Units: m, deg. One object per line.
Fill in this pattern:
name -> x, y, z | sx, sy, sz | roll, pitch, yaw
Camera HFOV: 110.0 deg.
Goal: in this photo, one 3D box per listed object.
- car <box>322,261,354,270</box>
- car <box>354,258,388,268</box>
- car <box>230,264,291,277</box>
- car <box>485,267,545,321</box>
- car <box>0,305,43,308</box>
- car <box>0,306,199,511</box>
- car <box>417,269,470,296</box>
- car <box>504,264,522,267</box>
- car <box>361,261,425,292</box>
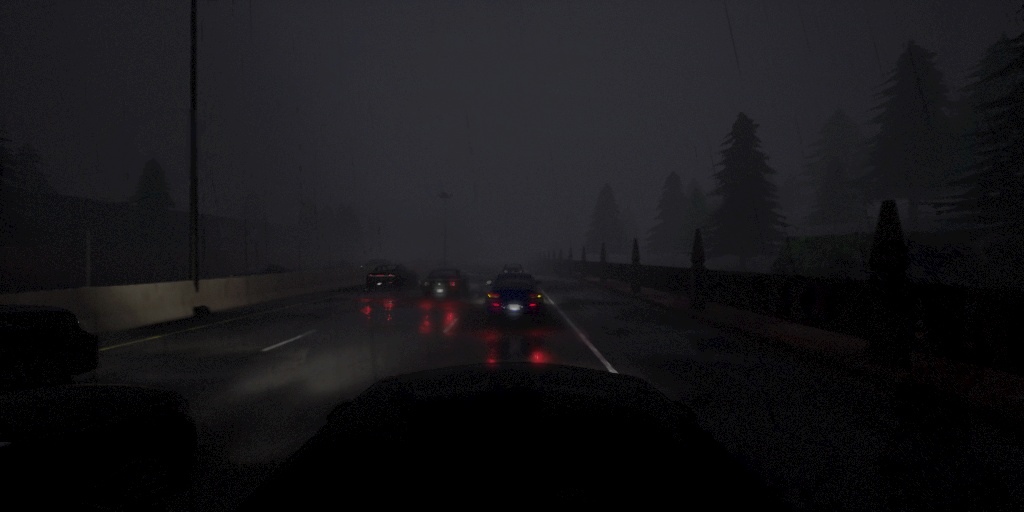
car -> -21.097, 1.300, 43.860 | 2.033, 1.411, 5.357 | 0, 0, 0
car -> -14.096, 1.103, 37.295 | 2.097, 1.767, 4.553 | 0, 0, 0
car -> -17.603, 1.276, 25.399 | 1.812, 1.442, 4.674 | 0, 0, 0
car -> 0.086, 1.276, 12.347 | 1.812, 1.442, 4.674 | 0, 0, 0
car -> -6.900, 0.971, 2.593 | 2.150, 2.045, 5.566 | 0, 0, 0
car -> -3.401, 1.242, 0.830 | 2.128, 1.511, 4.902 | 0, 0, 0
car -> -3.402, 1.352, 19.154 | 1.895, 1.301, 4.718 | 0, 0, 0
car -> 0.097, 1.353, 32.848 | 1.895, 1.301, 4.718 | 0, 0, 0
car -> -6.900, 1.242, 21.078 | 2.128, 1.511, 4.902 | 0, 0, 0
